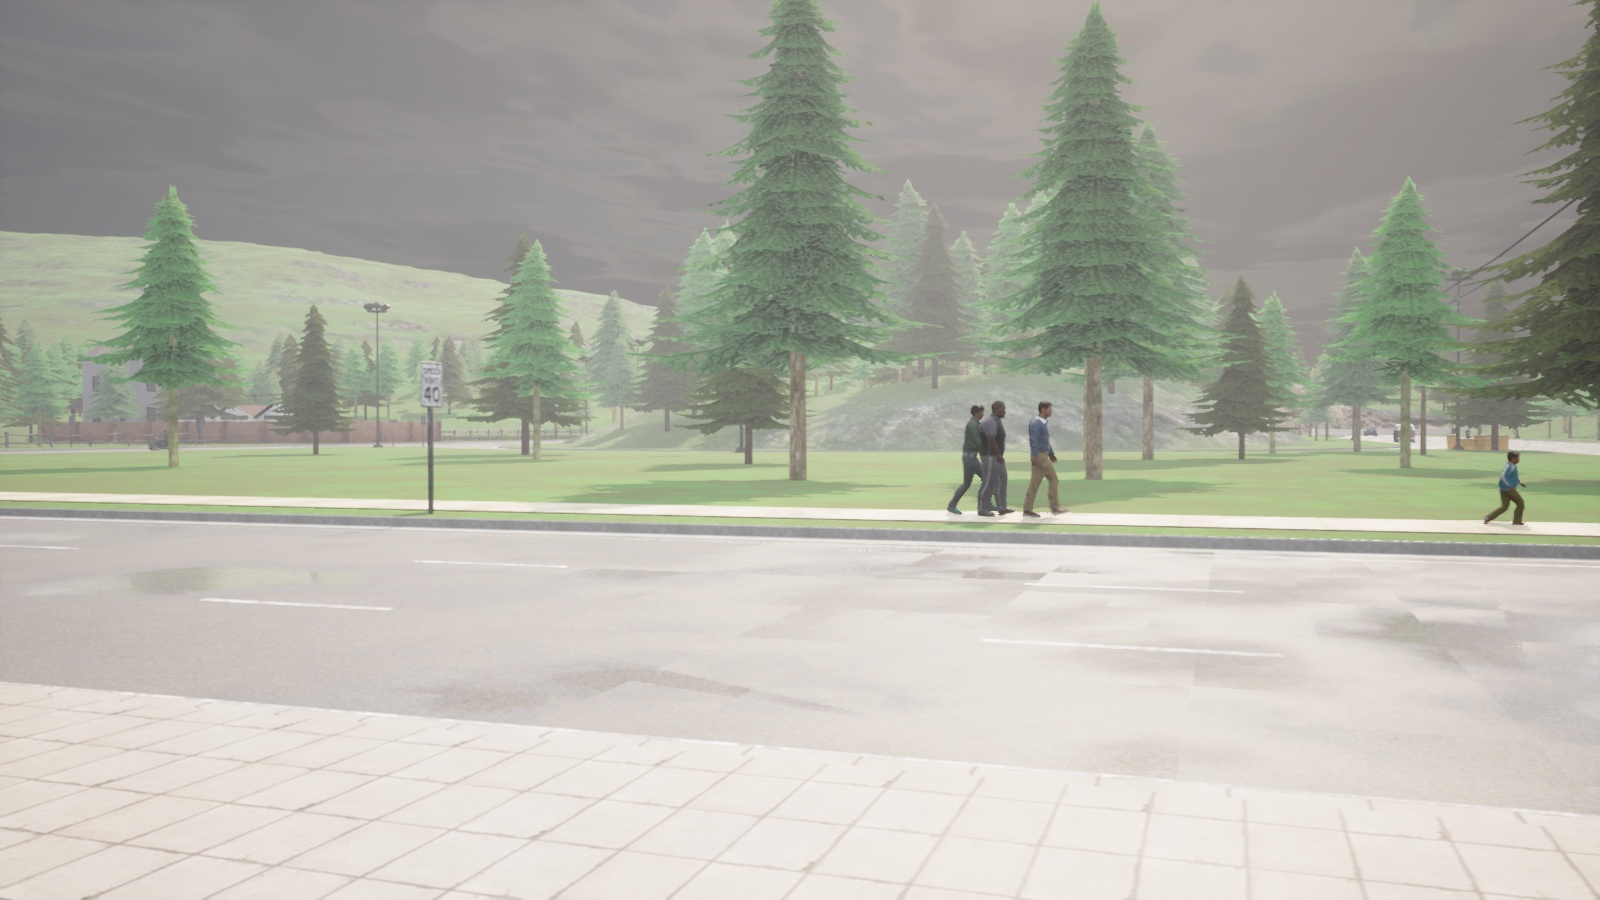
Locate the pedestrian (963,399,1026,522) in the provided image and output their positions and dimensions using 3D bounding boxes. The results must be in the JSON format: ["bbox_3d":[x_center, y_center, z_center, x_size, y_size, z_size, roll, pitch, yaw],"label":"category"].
[{"bbox_3d":[3.047,0.154,19.649,0.849,1.883,0.563,1,1,22],"label":"pedestrian"}]

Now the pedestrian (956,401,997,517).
[{"bbox_3d":[2.853,0.142,20.301,0.614,1.847,0.353,1,1,13],"label":"pedestrian"}]

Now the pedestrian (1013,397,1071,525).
[{"bbox_3d":[3.747,0.161,19.431,0.788,1.949,0.423,1,1,22],"label":"pedestrian"}]

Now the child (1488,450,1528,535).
[{"bbox_3d":[10.120,0.603,17.959,0.448,1.192,0.343,1,1,21],"label":"child"}]
